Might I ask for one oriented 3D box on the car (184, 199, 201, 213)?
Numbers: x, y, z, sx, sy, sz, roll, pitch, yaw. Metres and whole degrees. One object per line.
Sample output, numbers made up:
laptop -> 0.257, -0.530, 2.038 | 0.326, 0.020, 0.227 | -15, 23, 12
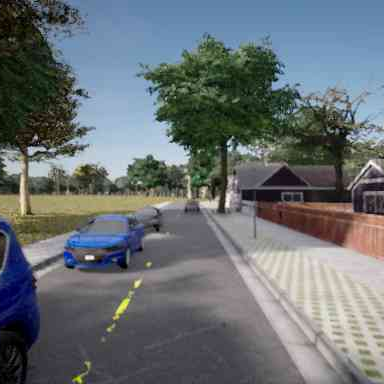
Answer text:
car -> 0.027, 1.770, 40.531 | 2.128, 1.511, 4.902 | 0, 0, 0

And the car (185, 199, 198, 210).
car -> -0.078, 1.829, 50.622 | 1.837, 1.490, 4.892 | 0, 0, 0

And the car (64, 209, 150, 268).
car -> -2.863, 1.568, 11.773 | 1.882, 1.535, 5.008 | 0, 0, 0

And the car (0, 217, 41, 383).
car -> -2.852, 1.236, 1.695 | 2.150, 2.045, 5.566 | 0, 0, 0

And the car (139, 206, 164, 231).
car -> -2.873, 1.690, 21.840 | 1.812, 1.442, 4.674 | 0, 0, 0
